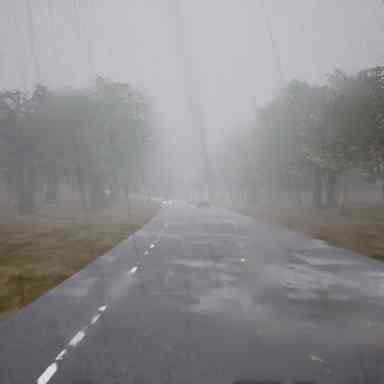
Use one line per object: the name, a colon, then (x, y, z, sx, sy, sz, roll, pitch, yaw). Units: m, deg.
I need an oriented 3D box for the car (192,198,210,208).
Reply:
car: (1.721, 1.781, 55.623, 2.097, 1.767, 4.553, 1, 0, -5)

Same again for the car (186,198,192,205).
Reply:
car: (-0.103, 2.062, 72.546, 1.895, 1.301, 4.718, 1, 0, -7)
